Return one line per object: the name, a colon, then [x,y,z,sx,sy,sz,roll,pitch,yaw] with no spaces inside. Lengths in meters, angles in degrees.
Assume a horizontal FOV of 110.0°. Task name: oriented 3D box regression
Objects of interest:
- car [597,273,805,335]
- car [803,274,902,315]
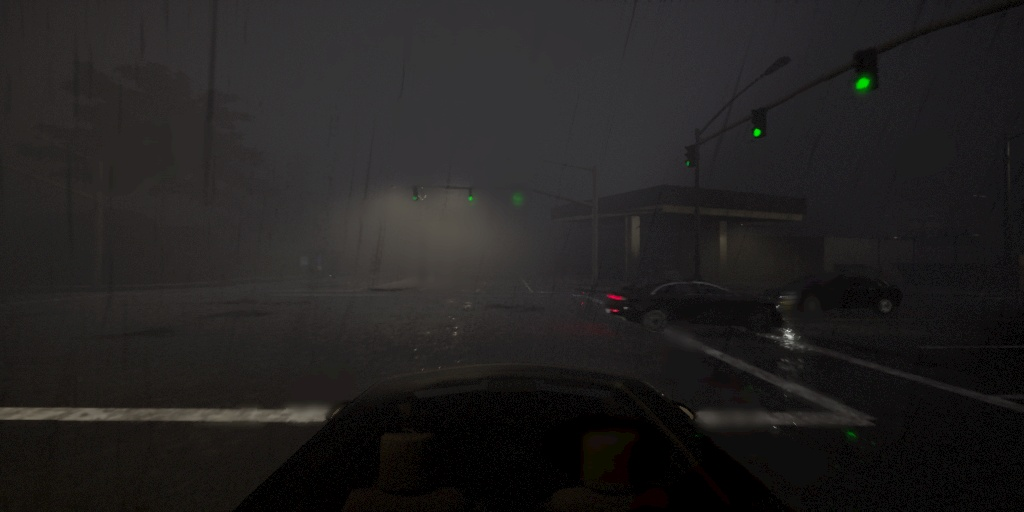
car: [5.212,1.398,10.505,4.902,1.511,2.128,0,-1,-1]
car: [12.594,1.481,14.314,4.892,1.490,1.837,-1,-1,-2]
